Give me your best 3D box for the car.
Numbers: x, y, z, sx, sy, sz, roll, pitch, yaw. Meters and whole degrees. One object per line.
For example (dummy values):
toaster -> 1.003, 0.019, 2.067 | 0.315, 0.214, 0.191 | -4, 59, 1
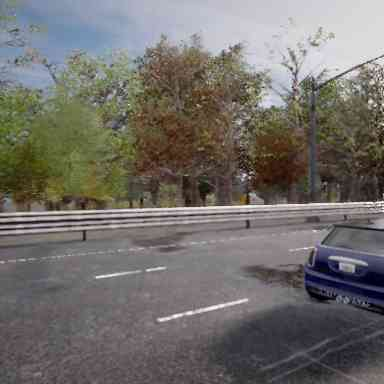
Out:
car -> 4.525, 1.351, 7.030 | 4.553, 1.767, 2.097 | 0, 0, -33
